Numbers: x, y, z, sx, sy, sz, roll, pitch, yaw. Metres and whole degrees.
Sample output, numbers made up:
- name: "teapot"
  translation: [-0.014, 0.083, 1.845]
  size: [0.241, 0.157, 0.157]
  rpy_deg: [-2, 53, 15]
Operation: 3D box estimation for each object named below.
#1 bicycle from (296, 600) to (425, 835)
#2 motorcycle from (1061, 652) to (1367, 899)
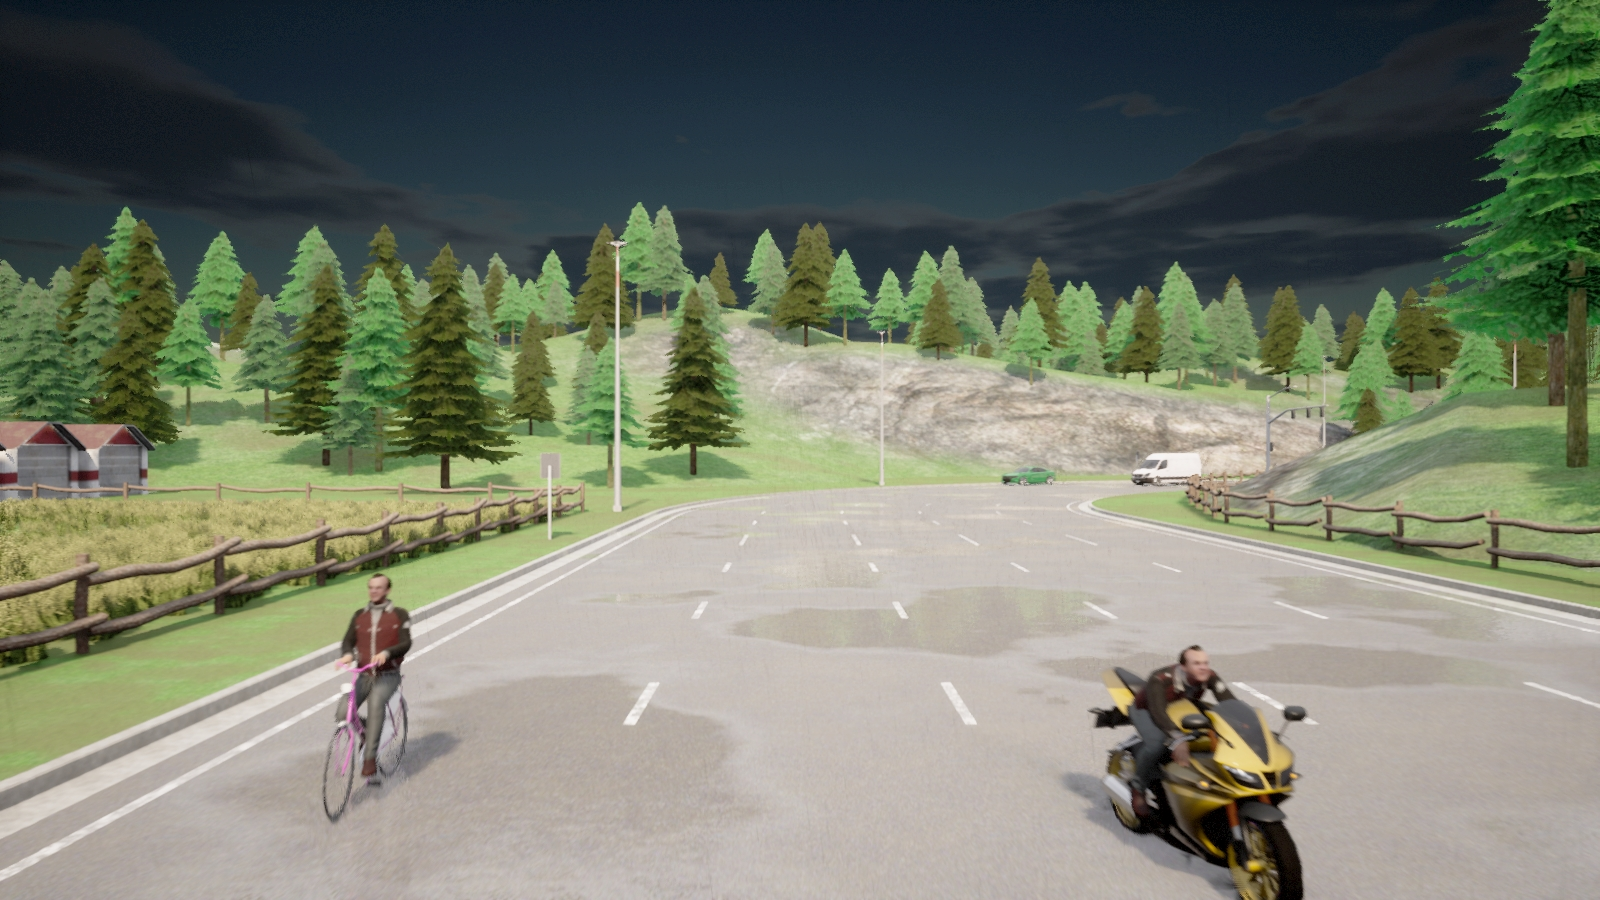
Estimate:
- name: "bicycle"
  translation: [-3.489, 2.060, 9.198]
  size: [0.329, 1.471, 1.835]
  rpy_deg: [0, 0, 0]
- name: "motorcycle"
  translation: [2.649, 2.205, 7.674]
  size: [0.867, 1.251, 2.209]
  rpy_deg: [-1, 1, -12]
